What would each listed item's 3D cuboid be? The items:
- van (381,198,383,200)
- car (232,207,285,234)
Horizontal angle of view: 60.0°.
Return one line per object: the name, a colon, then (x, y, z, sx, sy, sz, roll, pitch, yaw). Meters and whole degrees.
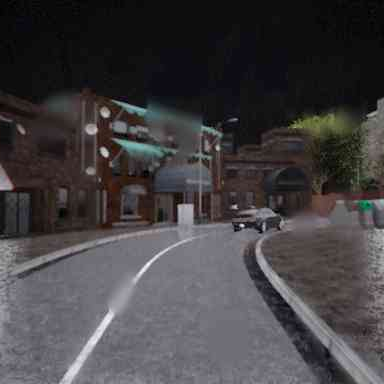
van: (23.773, 1.523, 37.899, 1.878, 1.987, 4.442, -3, -2, -12)
car: (4.242, 1.725, 20.866, 1.837, 1.490, 4.892, -2, -3, 36)
